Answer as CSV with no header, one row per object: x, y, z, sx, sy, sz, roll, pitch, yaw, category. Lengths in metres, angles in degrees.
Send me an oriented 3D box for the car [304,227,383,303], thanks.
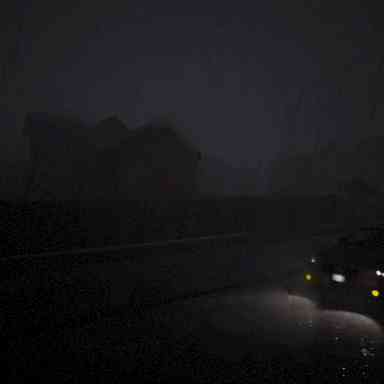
4.582,1.552,7.874,4.181,1.385,1.994,0,0,-35,car

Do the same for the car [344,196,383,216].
14.830,1.133,28.040,1.845,1.501,3.633,0,0,-38,car
